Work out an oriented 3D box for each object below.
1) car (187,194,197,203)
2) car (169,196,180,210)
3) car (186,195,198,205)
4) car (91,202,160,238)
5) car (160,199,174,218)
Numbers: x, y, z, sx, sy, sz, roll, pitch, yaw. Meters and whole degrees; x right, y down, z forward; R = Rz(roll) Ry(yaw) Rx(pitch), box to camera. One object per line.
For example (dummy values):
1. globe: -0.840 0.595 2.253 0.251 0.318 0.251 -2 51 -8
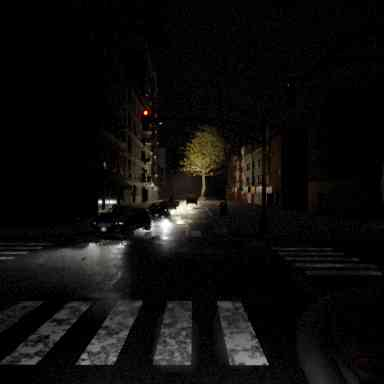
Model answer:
1. car: -0.070 1.330 69.350 2.097 1.767 4.553 0 0 0
2. car: -2.928 1.542 42.122 1.994 1.385 4.181 0 0 0
3. car: -0.045 1.454 58.158 1.882 1.535 5.008 0 0 0
4. car: -3.641 1.484 17.980 2.128 1.511 4.902 0 0 12
5. car: -2.924 1.584 29.904 1.895 1.301 4.718 0 0 0
